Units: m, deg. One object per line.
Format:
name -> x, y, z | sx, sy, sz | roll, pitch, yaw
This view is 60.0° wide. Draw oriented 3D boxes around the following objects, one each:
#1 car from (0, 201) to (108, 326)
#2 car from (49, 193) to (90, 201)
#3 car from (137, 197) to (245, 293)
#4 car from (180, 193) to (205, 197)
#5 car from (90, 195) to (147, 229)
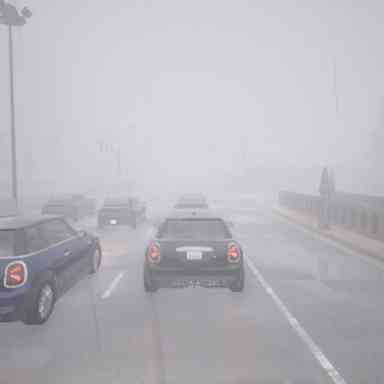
car -> -3.457, 1.257, 7.058 | 2.097, 1.767, 4.553 | 0, 1, -1
car -> -7.066, 0.820, 19.505 | 1.837, 1.490, 4.892 | 0, 4, -1
car -> 0.030, 1.204, 8.688 | 2.097, 1.767, 4.553 | 0, 2, 0
car -> 0.035, 0.799, 19.444 | 1.882, 1.535, 5.008 | 0, 3, 2
car -> -3.545, 0.936, 17.356 | 1.837, 1.490, 4.892 | 0, 4, 0
